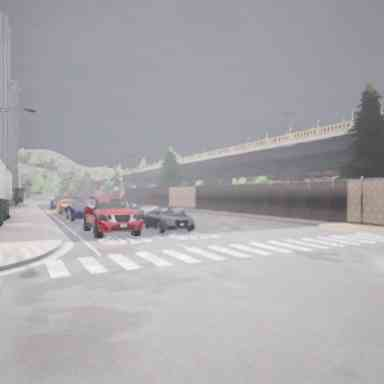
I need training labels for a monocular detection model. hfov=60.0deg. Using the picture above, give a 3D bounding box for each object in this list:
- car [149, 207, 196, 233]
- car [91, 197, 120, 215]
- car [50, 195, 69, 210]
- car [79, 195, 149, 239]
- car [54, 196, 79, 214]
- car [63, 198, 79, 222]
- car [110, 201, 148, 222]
[{"bbox_3d":[-1.419,1.576,19.714,1.994,1.385,4.181,0,0,-26],"label":"car"},{"bbox_3d":[-9.381,1.411,35.696,2.097,1.767,4.553,0,0,-26],"label":"car"},{"bbox_3d":[-17.954,1.435,45.095,2.097,1.767,4.553,0,0,-26],"label":"car"},{"bbox_3d":[-4.381,1.227,17.794,2.150,2.045,5.566,0,-1,-27],"label":"car"},{"bbox_3d":[-13.435,1.534,35.987,1.882,1.535,5.008,0,0,-26],"label":"car"},{"bbox_3d":[-9.122,1.509,27.324,1.882,1.535,5.008,0,0,-27],"label":"car"},{"bbox_3d":[-5.345,1.540,27.590,1.837,1.490,4.892,0,0,-26],"label":"car"}]
